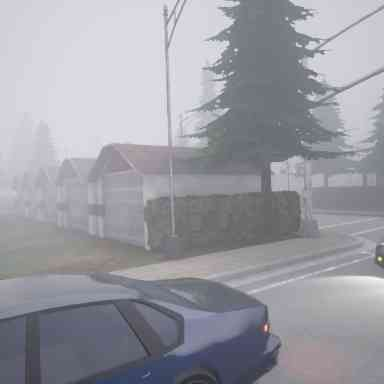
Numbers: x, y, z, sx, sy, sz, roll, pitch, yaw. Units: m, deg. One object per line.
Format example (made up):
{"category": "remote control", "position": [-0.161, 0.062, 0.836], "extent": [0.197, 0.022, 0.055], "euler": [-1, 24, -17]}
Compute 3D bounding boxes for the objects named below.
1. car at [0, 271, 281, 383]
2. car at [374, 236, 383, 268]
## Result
{"category": "car", "position": [-1.610, 1.539, 2.824], "extent": [5.357, 1.411, 2.033], "euler": [-2, 1, -34]}
{"category": "car", "position": [6.459, 1.224, 8.505], "extent": [4.181, 1.385, 1.994], "euler": [-1, 0, -37]}
